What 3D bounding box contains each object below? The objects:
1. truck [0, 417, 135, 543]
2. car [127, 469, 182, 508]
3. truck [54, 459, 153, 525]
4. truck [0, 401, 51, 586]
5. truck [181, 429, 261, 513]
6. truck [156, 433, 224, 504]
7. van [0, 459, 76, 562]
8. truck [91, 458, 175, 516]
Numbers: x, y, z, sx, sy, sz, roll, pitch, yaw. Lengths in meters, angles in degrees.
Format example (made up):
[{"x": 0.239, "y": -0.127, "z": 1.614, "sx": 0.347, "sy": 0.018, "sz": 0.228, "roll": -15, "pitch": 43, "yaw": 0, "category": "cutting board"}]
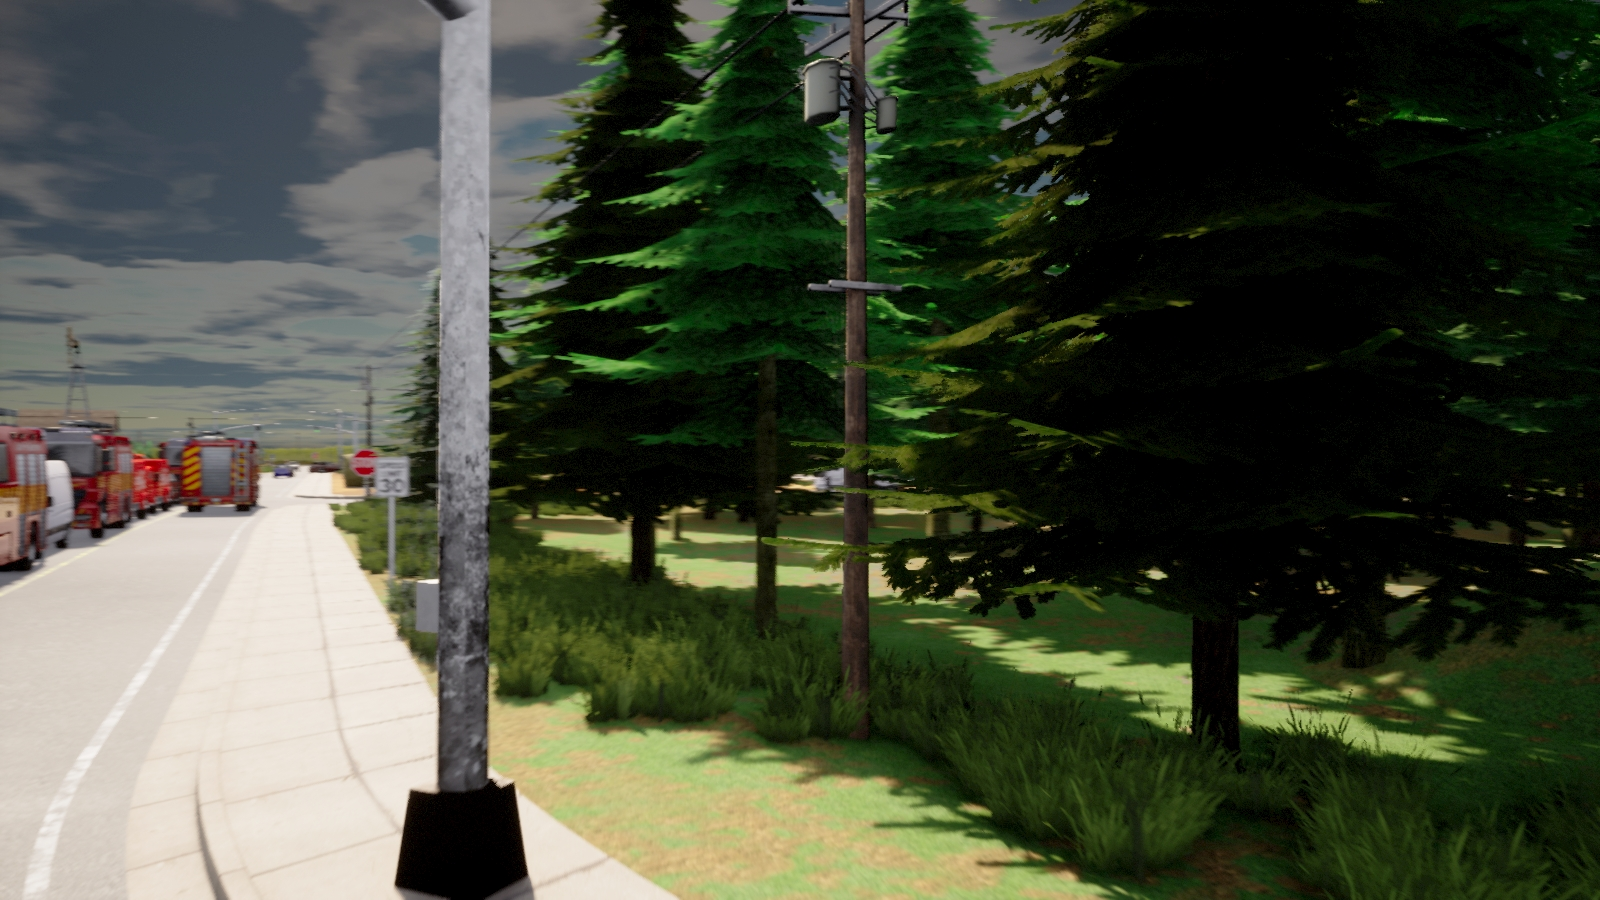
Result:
[{"x": -24.941, "y": 0.922, "z": 38.992, "sx": 2.891, "sy": 3.827, "sz": 8.468, "roll": 0, "pitch": 0, "yaw": -23, "category": "truck"}, {"x": -33.298, "y": 1.941, "z": 59.059, "sx": 1.932, "sy": 1.855, "sz": 4.605, "roll": 0, "pitch": 0, "yaw": -22, "category": "car"}, {"x": -28.010, "y": 1.615, "z": 46.165, "sx": 2.627, "sy": 2.467, "sz": 5.204, "roll": 0, "pitch": 0, "yaw": -23, "category": "truck"}, {"x": -18.380, "y": 0.895, "z": 24.181, "sx": 2.891, "sy": 3.827, "sz": 8.468, "roll": 0, "pitch": 0, "yaw": -24, "category": "truck"}, {"x": -28.453, "y": 0.979, "z": 56.452, "sx": 2.891, "sy": 3.827, "sz": 8.468, "roll": 0, "pitch": 0, "yaw": -22, "category": "truck"}, {"x": -34.987, "y": 0.994, "z": 65.388, "sx": 2.891, "sy": 3.827, "sz": 8.468, "roll": 0, "pitch": 0, "yaw": -31, "category": "truck"}, {"x": -21.559, "y": 1.555, "z": 31.357, "sx": 1.988, "sy": 2.561, "sz": 5.915, "roll": 0, "pitch": 0, "yaw": -24, "category": "van"}, {"x": -30.710, "y": 1.629, "z": 52.769, "sx": 2.627, "sy": 2.467, "sz": 5.204, "roll": 0, "pitch": 0, "yaw": -22, "category": "truck"}]
